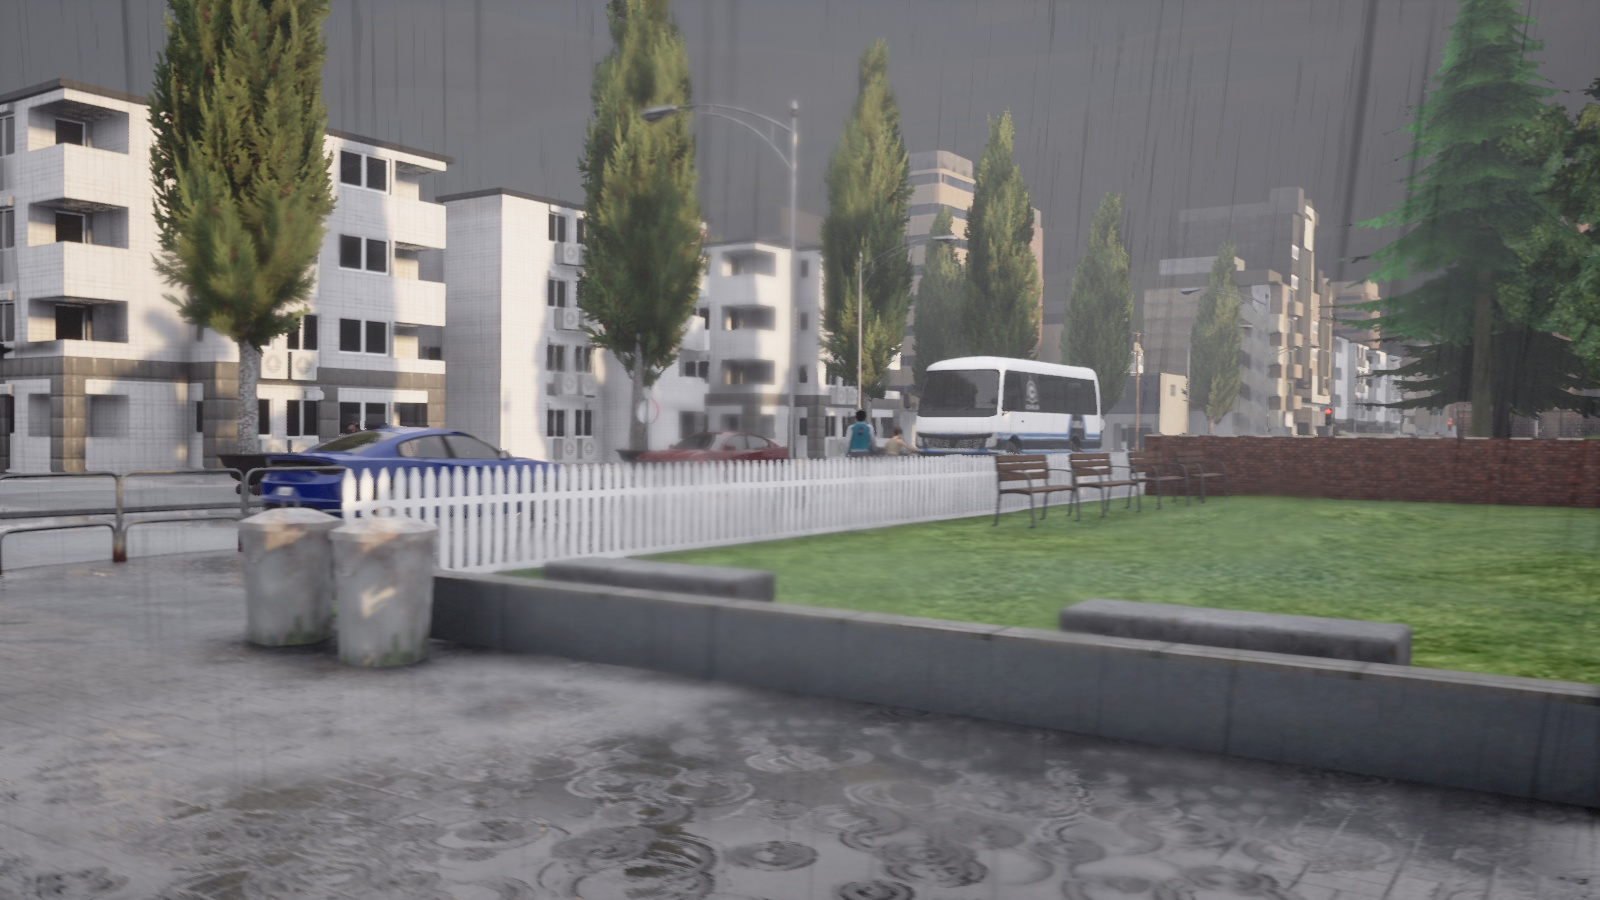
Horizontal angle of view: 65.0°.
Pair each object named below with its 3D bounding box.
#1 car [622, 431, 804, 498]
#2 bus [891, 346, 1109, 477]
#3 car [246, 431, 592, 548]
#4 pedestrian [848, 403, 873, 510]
[{"bbox_3d":[-2.082,0.296,31.677,1.882,1.535,5.008,0,1,34],"label":"car"},{"bbox_3d":[7.641,-1.346,46.246,3.944,4.253,10.273,0,1,34],"label":"bus"},{"bbox_3d":[-5.616,0.497,19.242,1.882,1.535,5.008,0,1,33],"label":"car"},{"bbox_3d":[1.120,0.114,23.189,0.396,1.930,0.692,0,1,7],"label":"pedestrian"}]
